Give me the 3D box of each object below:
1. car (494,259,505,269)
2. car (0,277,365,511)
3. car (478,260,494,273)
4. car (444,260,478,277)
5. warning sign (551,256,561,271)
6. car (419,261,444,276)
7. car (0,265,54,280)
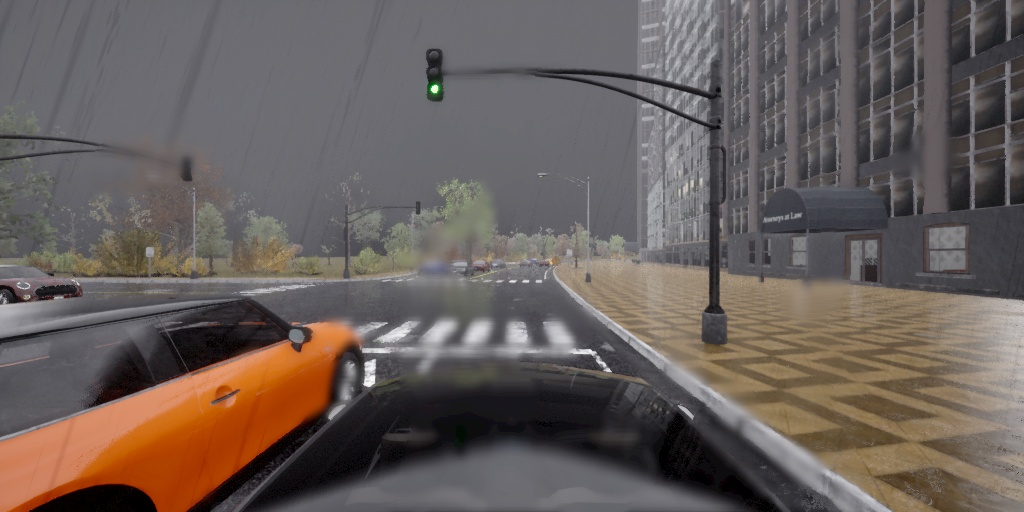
[{"bbox_3d":[-2.259,1.242,56.983,2.128,1.511,4.902,0,0,9],"label":"car"},{"bbox_3d":[-3.103,1.102,3.187,2.097,1.767,4.553,0,0,0],"label":"car"},{"bbox_3d":[-3.959,1.226,44.556,1.882,1.535,5.008,0,0,7],"label":"car"},{"bbox_3d":[-4.937,1.273,35.375,1.812,1.442,4.674,0,0,6],"label":"car"},{"bbox_3d":[5.451,0.868,44.118,1.300,1.860,1.060,0,0,7],"label":"warning sign"},{"bbox_3d":[-8.021,1.224,37.227,1.882,1.535,5.008,0,0,6],"label":"car"},{"bbox_3d":[-20.969,1.159,14.958,4.553,1.767,2.097,0,0,4],"label":"car"}]
